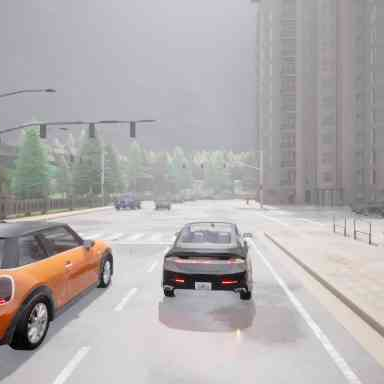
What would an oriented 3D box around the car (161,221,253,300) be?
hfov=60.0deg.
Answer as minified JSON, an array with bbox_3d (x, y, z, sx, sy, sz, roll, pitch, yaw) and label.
[{"bbox_3d":[0.500,1.492,8.443,2.128,1.511,4.902,0,0,7],"label":"car"}]

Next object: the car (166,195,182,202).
[{"bbox_3d":[-4.021,1.478,76.345,1.882,1.535,5.008,0,0,20],"label":"car"}]

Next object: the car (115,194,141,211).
[{"bbox_3d":[-7.952,1.223,41.672,2.150,2.045,5.566,0,0,4],"label":"car"}]

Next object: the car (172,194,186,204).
[{"bbox_3d":[-2.925,1.351,62.845,2.097,1.767,4.553,0,0,5],"label":"car"}]

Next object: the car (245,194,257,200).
[{"bbox_3d":[16.637,1.355,89.929,4.553,1.767,2.097,0,0,-25],"label":"car"}]

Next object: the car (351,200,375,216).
[{"bbox_3d":[18.463,1.560,33.159,4.892,1.490,1.837,0,0,3],"label":"car"}]

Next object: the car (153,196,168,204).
[{"bbox_3d":[-6.158,1.548,66.122,2.033,1.411,5.357,0,0,6],"label":"car"}]

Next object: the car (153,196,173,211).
[{"bbox_3d":[-3.756,1.505,41.356,1.837,1.490,4.892,-1,0,-7],"label":"car"}]

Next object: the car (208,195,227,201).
[{"bbox_3d":[7.267,1.462,87.416,1.882,1.535,5.008,0,0,43],"label":"car"}]

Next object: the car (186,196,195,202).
[{"bbox_3d":[-0.961,1.540,74.547,2.033,1.411,5.357,0,0,20],"label":"car"}]

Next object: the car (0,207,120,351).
[{"bbox_3d":[-3.106,1.352,6.444,2.097,1.767,4.553,0,0,4],"label":"car"}]

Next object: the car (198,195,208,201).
[{"bbox_3d":[3.724,1.473,88.803,1.882,1.535,5.008,0,0,43],"label":"car"}]

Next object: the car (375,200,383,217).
[{"bbox_3d":[19.072,1.619,29.454,4.181,1.385,1.994,0,0,3],"label":"car"}]
